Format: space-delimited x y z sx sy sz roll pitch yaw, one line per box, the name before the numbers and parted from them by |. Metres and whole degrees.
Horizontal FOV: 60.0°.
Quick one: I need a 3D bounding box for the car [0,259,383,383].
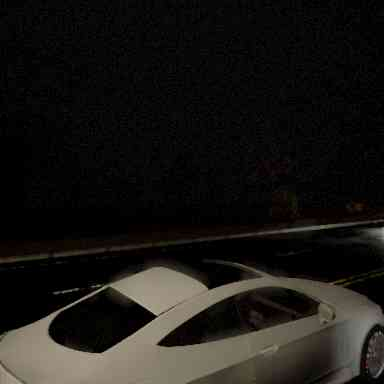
car | 0.380 1.524 3.712 4.674 1.442 1.812 0 0 -35
